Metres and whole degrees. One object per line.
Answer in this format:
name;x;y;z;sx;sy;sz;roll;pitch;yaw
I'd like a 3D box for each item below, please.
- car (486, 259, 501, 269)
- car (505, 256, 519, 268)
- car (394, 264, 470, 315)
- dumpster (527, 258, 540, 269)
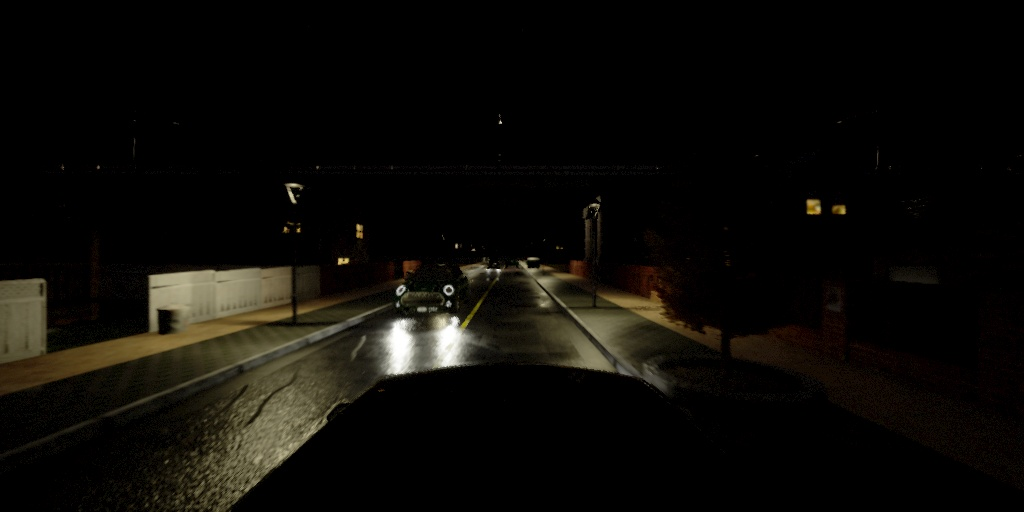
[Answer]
car;-2.799;1.262;55.295;1.837;1.490;4.892;0;0;0
car;0.012;0.973;59.433;2.150;2.045;5.566;0;0;0
car;-2.846;1.108;13.594;2.097;1.767;4.553;0;0;0
dumpster;3.019;1.154;51.118;1.020;1.700;1.940;0;0;0
